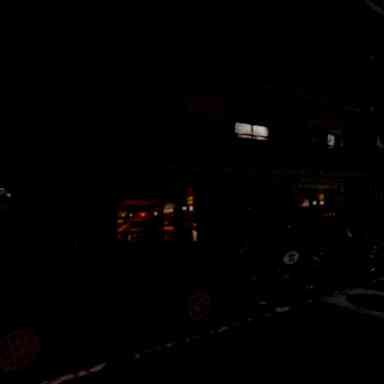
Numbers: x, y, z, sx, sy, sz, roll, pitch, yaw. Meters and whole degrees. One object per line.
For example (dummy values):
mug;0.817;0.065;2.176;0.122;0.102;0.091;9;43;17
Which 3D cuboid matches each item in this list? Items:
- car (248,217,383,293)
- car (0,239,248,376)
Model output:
car;3.091;1.434;8.772;4.097;1.590;1.967;0;0;-35
car;-1.408;1.543;5.561;4.507;1.381;1.887;0;0;-36
